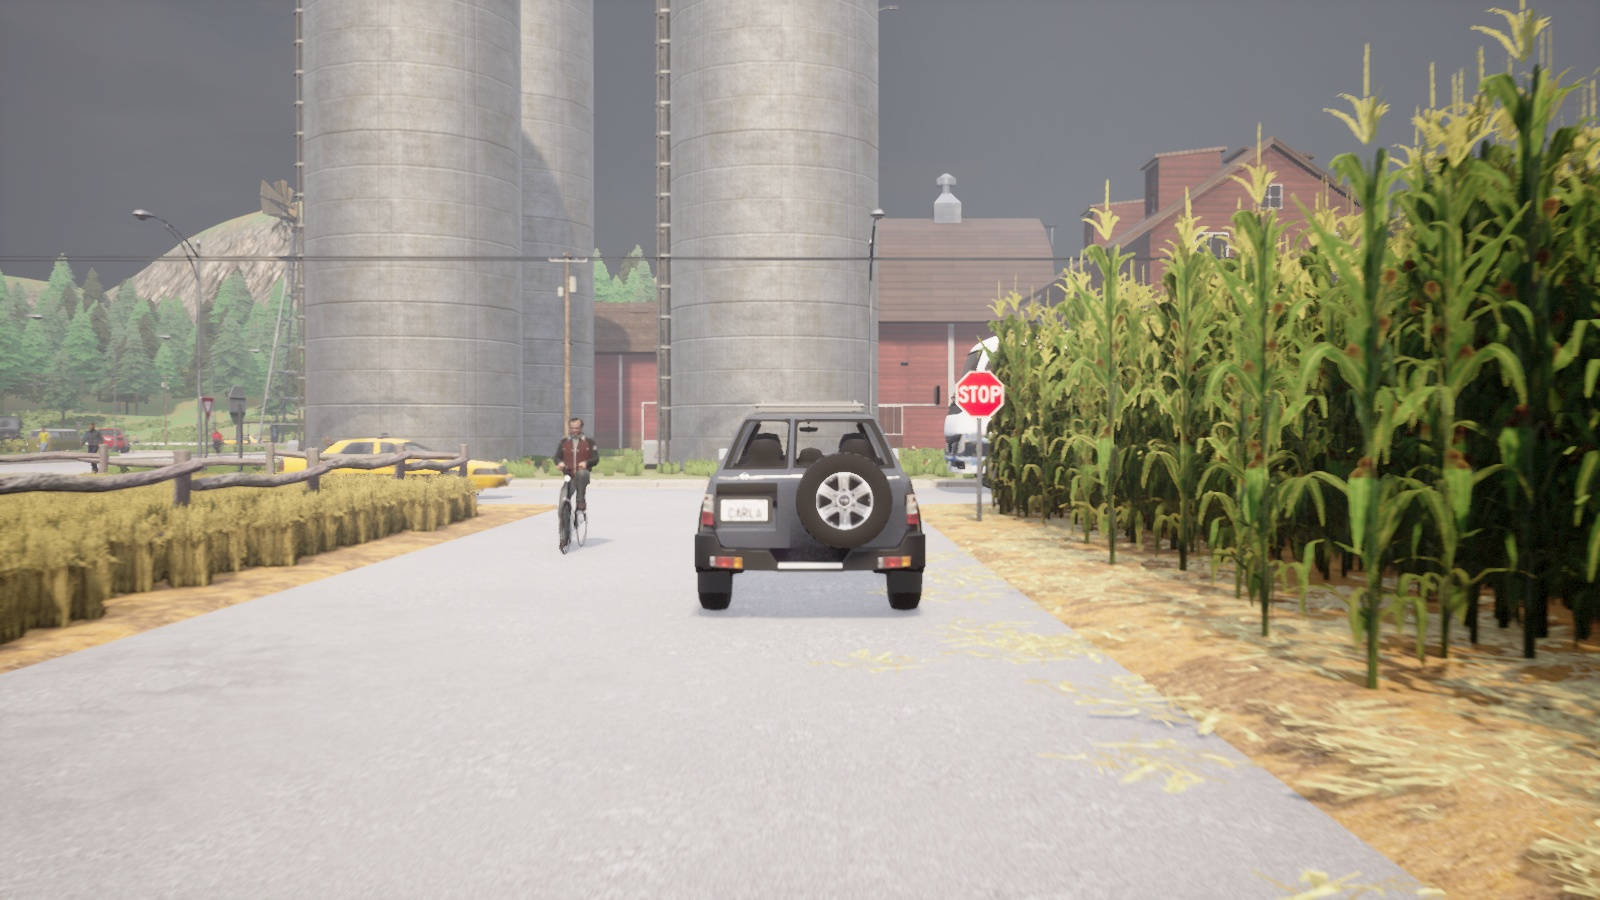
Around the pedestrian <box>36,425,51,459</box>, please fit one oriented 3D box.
[{"bbox_3d":[-41.186,-0.444,68.371,0.354,1.836,0.706,0,1,-3],"label":"pedestrian"}]

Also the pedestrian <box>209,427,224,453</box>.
[{"bbox_3d":[-40.874,-0.688,87.937,0.634,1.844,0.899,0,1,0],"label":"pedestrian"}]

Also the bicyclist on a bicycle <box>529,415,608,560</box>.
[{"bbox_3d":[-2.978,0.451,16.318,0.659,1.776,1.843,0,0,1],"label":"bicyclist on a bicycle"}]

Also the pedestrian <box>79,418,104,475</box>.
[{"bbox_3d":[-24.572,-0.121,43.553,0.423,1.949,0.788,0,1,0],"label":"pedestrian"}]

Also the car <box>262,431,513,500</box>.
[{"bbox_3d":[-9.721,0.344,29.835,5.366,1.575,1.801,0,1,0],"label":"car"}]

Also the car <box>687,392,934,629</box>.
[{"bbox_3d":[0.086,0.449,12.153,1.932,1.855,4.605,0,1,0],"label":"car"}]

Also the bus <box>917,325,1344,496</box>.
[{"bbox_3d":[8.404,-0.999,33.257,10.273,4.253,3.944,0,1,1],"label":"bus"}]
